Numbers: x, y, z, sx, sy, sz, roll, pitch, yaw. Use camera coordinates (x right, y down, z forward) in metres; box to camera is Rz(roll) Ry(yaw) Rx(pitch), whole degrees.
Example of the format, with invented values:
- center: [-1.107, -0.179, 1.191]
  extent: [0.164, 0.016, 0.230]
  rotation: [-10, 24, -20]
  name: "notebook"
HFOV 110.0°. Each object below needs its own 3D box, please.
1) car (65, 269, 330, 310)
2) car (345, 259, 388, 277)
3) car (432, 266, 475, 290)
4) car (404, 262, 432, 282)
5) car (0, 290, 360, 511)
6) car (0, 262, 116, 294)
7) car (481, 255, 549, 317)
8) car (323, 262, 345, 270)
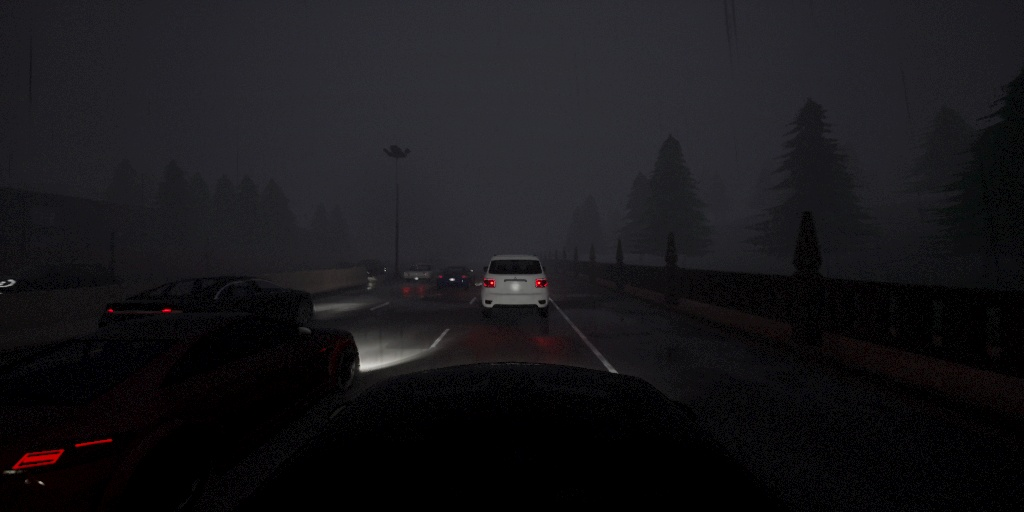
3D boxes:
- center: [-6.897, 1.242, 8.865]
  extent: [2.128, 1.511, 4.902]
  rotation: [0, 0, 0]
  name: "car"
- center: [-14.392, 1.102, 35.761]
  extent: [2.097, 1.767, 4.553]
  rotation: [0, 0, -2]
  name: "car"
- center: [-3.427, 1.315, 22.403]
  extent: [1.994, 1.385, 4.181]
  rotation: [0, 0, -1]
  name: "car"
- center: [-7.013, 1.352, 28.367]
  extent: [1.895, 1.301, 4.718]
  rotation: [0, 0, -1]
  name: "car"
- center: [-3.398, 1.314, 4.017]
  extent: [1.994, 1.385, 4.181]
  rotation: [0, 0, 0]
  name: "car"
- center: [-21.108, 1.102, 16.299]
  extent: [2.097, 1.767, 4.553]
  rotation: [0, 0, 0]
  name: "car"
- center: [0.102, 0.972, 13.275]
  extent: [2.150, 2.045, 5.566]
  rotation: [0, 0, 0]
  name: "car"
- center: [-17.968, 1.299, 37.879]
  extent: [2.033, 1.411, 5.357]
  rotation: [0, 0, -2]
  name: "car"
